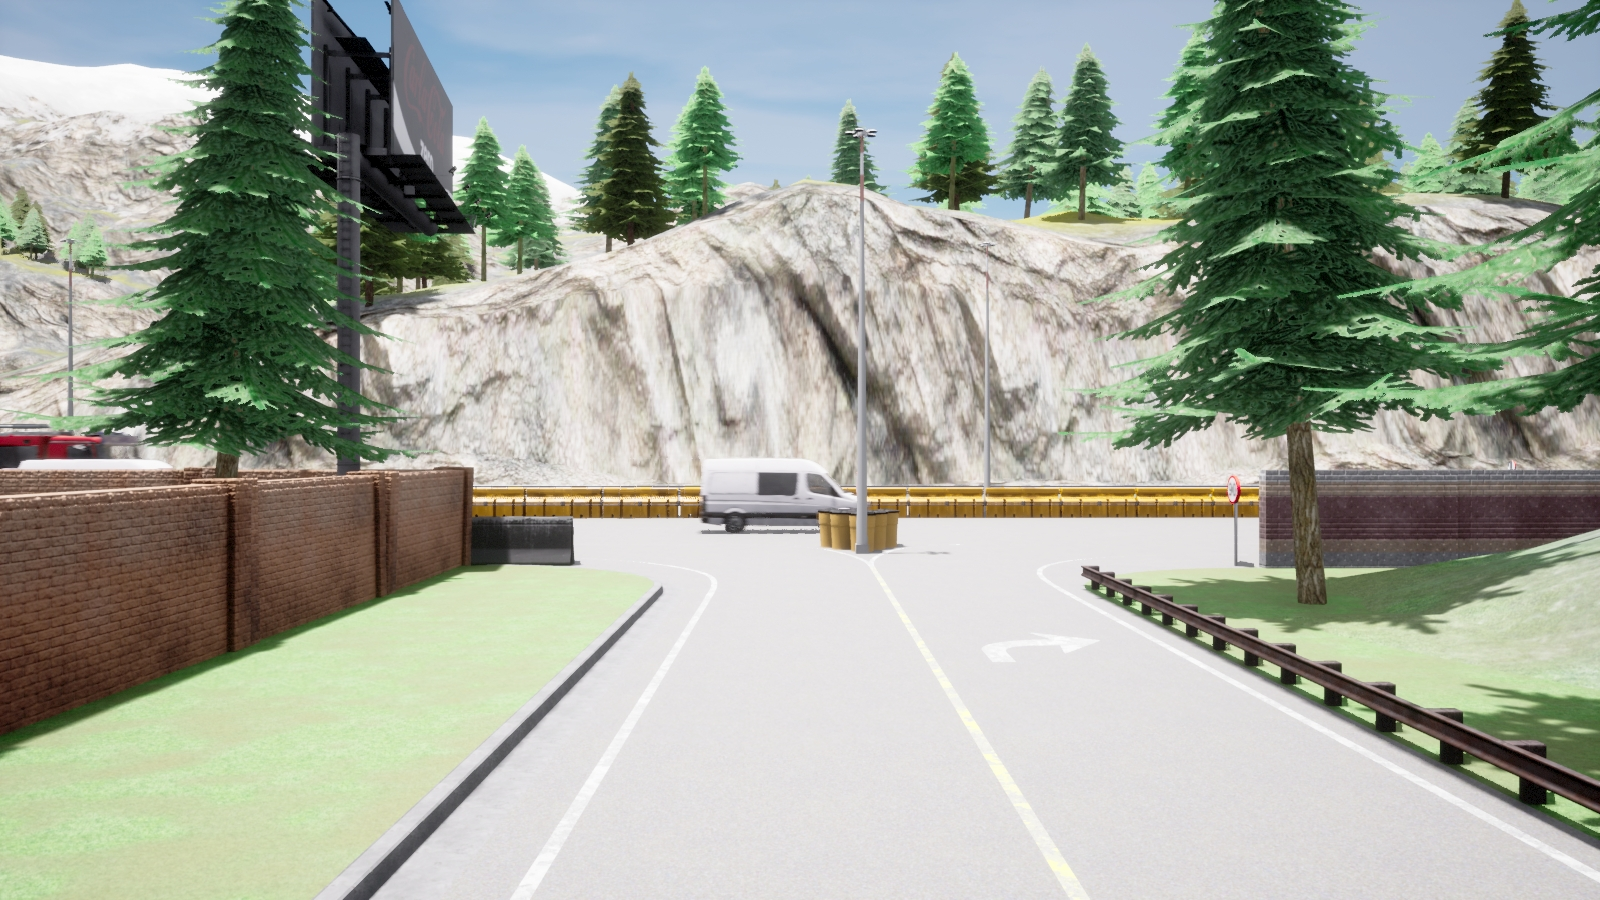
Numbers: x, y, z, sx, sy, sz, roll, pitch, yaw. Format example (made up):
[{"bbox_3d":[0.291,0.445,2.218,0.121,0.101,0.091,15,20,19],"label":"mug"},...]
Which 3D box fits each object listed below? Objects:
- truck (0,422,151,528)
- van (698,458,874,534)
[{"bbox_3d":[-29.292,0.916,42.668,8.468,3.827,2.891,0,0,-1],"label":"truck"},{"bbox_3d":[-0.486,1.558,39.603,5.915,2.561,1.988,0,0,-1],"label":"van"}]
